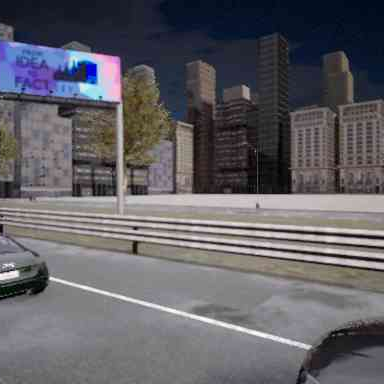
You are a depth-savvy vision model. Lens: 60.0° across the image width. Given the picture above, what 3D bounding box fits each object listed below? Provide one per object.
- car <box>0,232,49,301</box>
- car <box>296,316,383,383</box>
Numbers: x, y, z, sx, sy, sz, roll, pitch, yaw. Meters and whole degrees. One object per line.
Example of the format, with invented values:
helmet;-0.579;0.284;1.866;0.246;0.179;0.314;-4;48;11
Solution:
car;-5.116;1.558;7.517;4.181;1.385;1.994;0;0;35
car;3.079;1.493;1.795;4.902;1.511;2.128;0;0;35
